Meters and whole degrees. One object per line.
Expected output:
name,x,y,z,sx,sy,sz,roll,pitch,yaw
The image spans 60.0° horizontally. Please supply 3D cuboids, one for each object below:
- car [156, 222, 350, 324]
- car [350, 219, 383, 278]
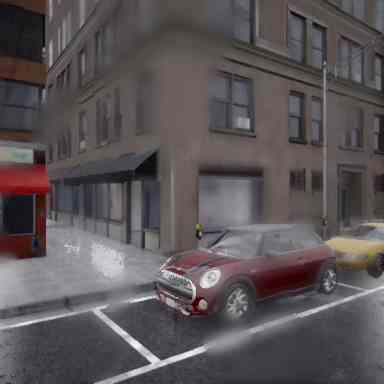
car,1.242,1.439,7.074,4.097,1.590,1.967,0,0,-35
car,5.596,1.524,10.180,4.829,1.417,1.752,0,0,-35
